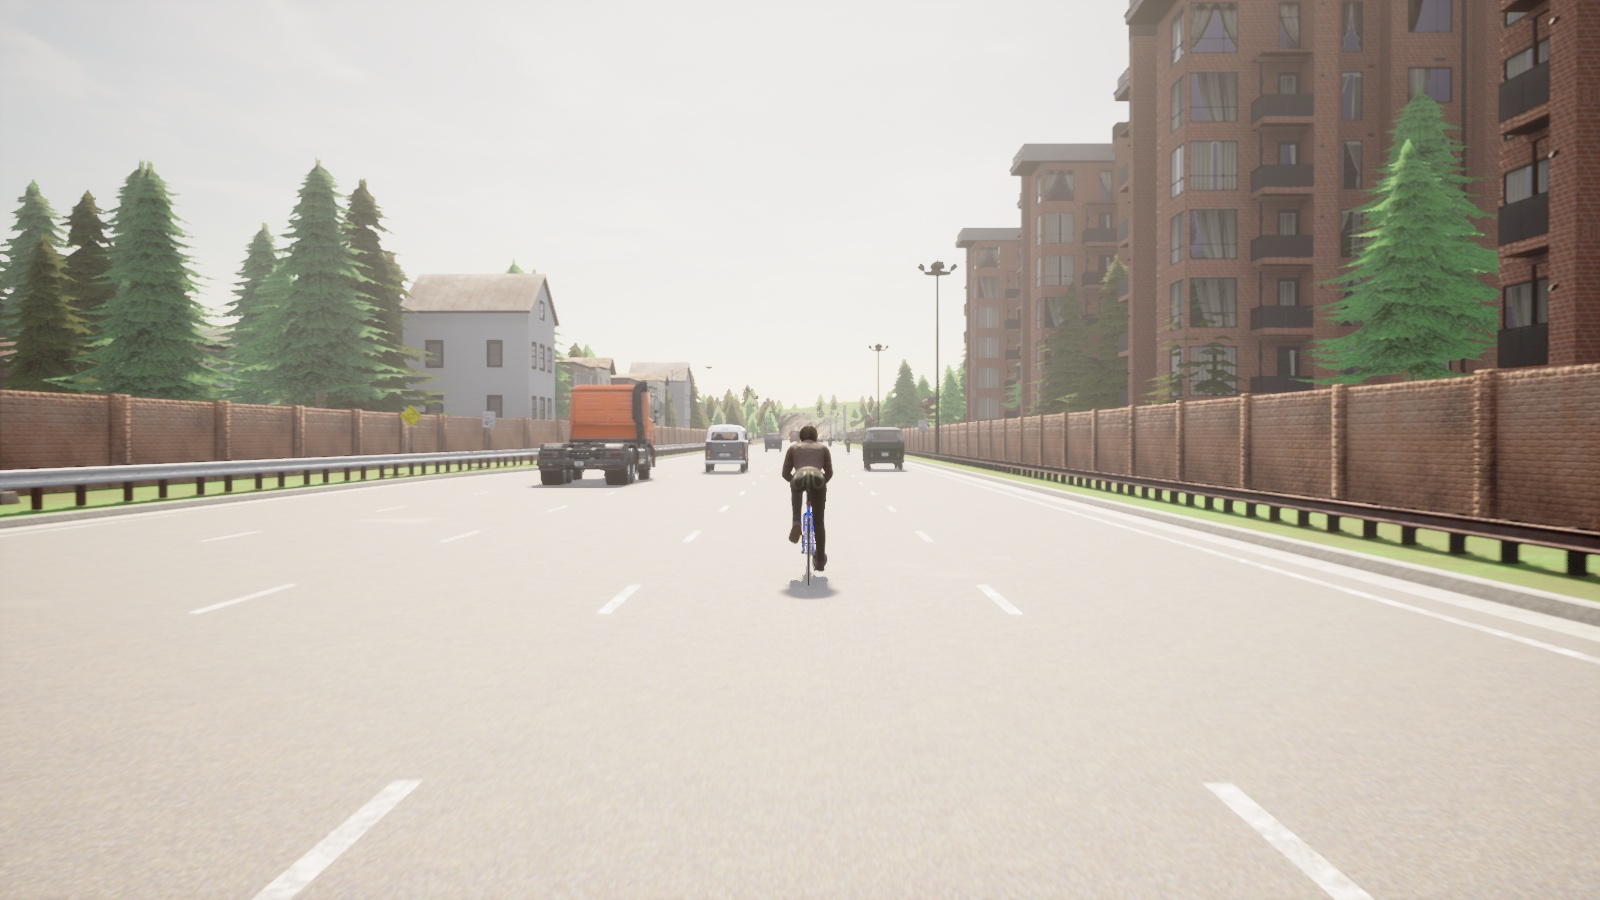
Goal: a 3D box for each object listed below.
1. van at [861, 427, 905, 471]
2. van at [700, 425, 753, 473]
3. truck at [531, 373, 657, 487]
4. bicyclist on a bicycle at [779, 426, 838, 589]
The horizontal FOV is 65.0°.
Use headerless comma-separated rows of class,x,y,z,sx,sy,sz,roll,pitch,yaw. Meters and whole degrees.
van,3.843,-0.071,58.602,1.775,1.987,4.442,0,1,0
van,-3.178,-0.074,55.266,2.069,2.038,4.480,0,1,0
truck,-6.748,-0.655,42.326,2.891,3.462,7.936,0,1,0
bicyclist on a bicycle,0.090,0.568,13.309,0.582,1.620,1.656,0,0,0
